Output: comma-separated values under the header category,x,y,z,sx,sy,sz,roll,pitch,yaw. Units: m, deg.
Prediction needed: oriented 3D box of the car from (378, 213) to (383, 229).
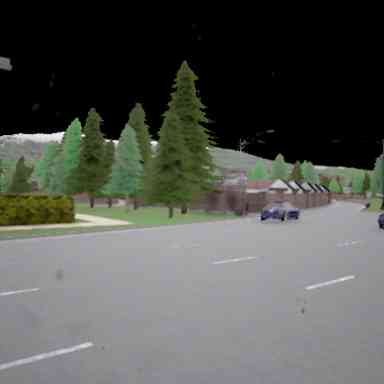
category,x,y,z,sx,sy,sz,roll,pitch,yaw
car,14.430,1.790,22.639,4.674,1.442,1.812,1,0,-36

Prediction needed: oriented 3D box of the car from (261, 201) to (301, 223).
category,x,y,z,sx,sy,sz,roll,pitch,yaw
car,7.747,1.596,28.716,2.097,1.767,4.553,0,0,38
